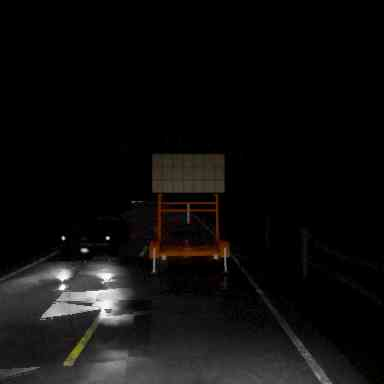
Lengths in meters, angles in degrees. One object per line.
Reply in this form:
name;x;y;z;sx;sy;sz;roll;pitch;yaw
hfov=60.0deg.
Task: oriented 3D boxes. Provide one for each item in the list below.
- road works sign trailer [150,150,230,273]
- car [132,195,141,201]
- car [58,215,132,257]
road works sign trailer;-0.118;0.464;10.685;2.380;3.560;2.880;0;0;-3
car;-13.847;1.477;82.579;1.882;1.535;5.008;0;0;-13
car;-3.585;1.601;13.067;1.895;1.301;4.718;0;0;-2
